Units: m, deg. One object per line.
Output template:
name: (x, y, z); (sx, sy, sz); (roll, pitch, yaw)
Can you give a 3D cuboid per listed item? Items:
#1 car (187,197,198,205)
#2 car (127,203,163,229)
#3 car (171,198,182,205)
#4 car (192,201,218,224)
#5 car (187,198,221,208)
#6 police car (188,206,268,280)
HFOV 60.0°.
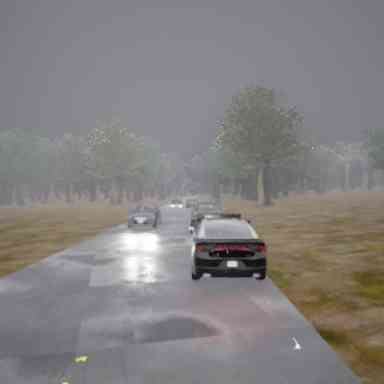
car: (0.093, 1.720, 64.735); (1.895, 1.301, 4.718); (0, 0, 0)
car: (-3.048, 1.516, 22.157); (2.128, 1.511, 4.902); (0, 0, 0)
car: (-2.885, 1.713, 62.739); (1.895, 1.301, 4.718); (0, 0, 1)
car: (0.959, 1.538, 26.026); (1.837, 1.490, 4.892); (0, 0, 0)
car: (0.944, 1.373, 19.997); (2.097, 1.767, 4.553); (0, 0, 0)
police car: (0.921, 1.435, 10.135); (1.930, 1.638, 5.238); (0, 0, 0)
